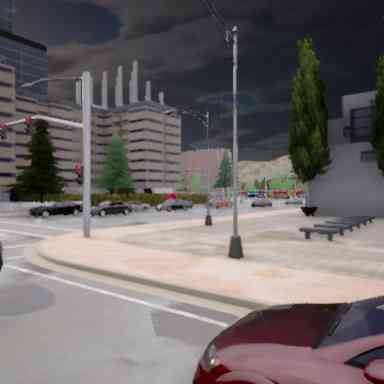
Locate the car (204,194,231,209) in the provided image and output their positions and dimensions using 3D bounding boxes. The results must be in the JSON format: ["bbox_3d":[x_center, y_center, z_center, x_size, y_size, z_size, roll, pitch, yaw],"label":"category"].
[{"bbox_3d":[3.664,1.447,47.430,2.097,1.767,4.553,0,0,37],"label":"car"}]

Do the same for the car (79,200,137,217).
[{"bbox_3d":[-7.947,1.586,32.019,1.837,1.490,4.892,0,0,37],"label":"car"}]

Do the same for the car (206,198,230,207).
[{"bbox_3d":[4.319,1.672,54.087,1.994,1.385,4.181,0,0,37],"label":"car"}]

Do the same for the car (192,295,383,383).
[{"bbox_3d":[2.053,1.567,2.674,4.181,1.385,1.994,0,0,36],"label":"car"}]

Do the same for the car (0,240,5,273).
[{"bbox_3d":[-7.015,1.536,9.476,4.892,1.490,1.837,0,0,42],"label":"car"}]

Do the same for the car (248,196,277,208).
[{"bbox_3d":[10.728,1.653,50.690,1.994,1.385,4.181,0,0,37],"label":"car"}]

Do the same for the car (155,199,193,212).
[{"bbox_3d":[-2.291,1.579,39.537,2.128,1.511,4.902,0,0,37],"label":"car"}]

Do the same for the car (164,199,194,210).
[{"bbox_3d":[-1.706,1.665,46.125,1.994,1.385,4.181,0,0,37],"label":"car"}]

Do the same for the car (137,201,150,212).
[{"bbox_3d":[-7.163,1.695,38.883,1.895,1.301,4.718,0,0,37],"label":"car"}]

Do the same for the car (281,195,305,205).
[{"bbox_3d":[18.702,1.700,61.292,1.895,1.301,4.718,0,0,37],"label":"car"}]

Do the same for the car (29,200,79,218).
[{"bbox_3d":[-12.777,1.566,31.421,1.882,1.535,5.008,0,0,37],"label":"car"}]
